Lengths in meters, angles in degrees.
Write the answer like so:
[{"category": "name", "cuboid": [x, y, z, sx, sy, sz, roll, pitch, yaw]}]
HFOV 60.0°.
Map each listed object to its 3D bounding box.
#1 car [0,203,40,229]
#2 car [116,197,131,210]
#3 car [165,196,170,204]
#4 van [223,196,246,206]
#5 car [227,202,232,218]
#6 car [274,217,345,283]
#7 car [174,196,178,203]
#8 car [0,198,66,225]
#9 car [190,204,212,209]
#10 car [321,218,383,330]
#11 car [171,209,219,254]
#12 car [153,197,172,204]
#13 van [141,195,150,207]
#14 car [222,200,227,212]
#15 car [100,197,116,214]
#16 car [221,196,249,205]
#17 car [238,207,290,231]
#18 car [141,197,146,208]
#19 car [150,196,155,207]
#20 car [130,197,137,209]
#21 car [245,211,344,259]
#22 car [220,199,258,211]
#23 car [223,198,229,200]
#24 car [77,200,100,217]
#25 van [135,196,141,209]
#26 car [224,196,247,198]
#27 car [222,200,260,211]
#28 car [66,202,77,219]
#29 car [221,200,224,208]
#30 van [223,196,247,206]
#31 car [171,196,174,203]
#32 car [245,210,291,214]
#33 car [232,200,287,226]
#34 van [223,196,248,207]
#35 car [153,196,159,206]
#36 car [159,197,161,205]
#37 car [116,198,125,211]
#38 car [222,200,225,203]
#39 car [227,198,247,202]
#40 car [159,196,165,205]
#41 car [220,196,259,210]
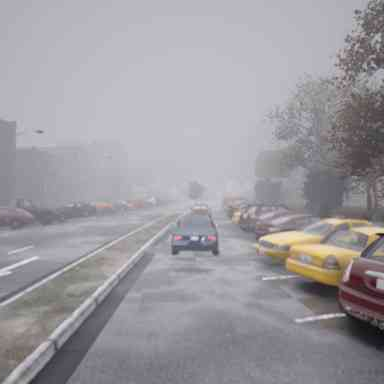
[{"category": "car", "cuboid": [-13.020, 1.738, 22.233, 4.674, 1.452, 2.002, -1, 0, -18]}, {"category": "car", "cuboid": [-11.434, 1.934, 46.350, 5.008, 1.535, 2.097, -1, -1, -15]}, {"category": "car", "cuboid": [-8.538, 1.964, 76.312, 5.566, 2.045, 2.435, -1, -1, -14]}, {"category": "van", "cuboid": [9.050, 1.905, 70.607, 4.442, 1.987, 1.878, 1, 0, -14]}, {"category": "car", "cuboid": [5.491, 1.699, 23.353, 5.366, 1.575, 1.946, 1, -1, -17]}, {"category": "car", "cuboid": [5.057, 1.564, 8.556, 5.366, 1.575, 1.946, 1, -1, -19]}, {"category": "car", "cuboid": [-7.076, 2.356, 91.267, 5.008, 1.535, 2.097, -1, -1, -14]}, {"category": "car", "cuboid": [-12.864, 1.477, 25.272, 5.566, 2.045, 2.435, -1, -1, -18]}, {"category": "car", "cuboid": [0.797, 1.805, 29.507, 1.812, 1.442, 4.674, 0, 0, 3]}, {"category": "car", "cuboid": [4.816, 1.411, 5.526, 4.553, 1.767, 2.185, 1, -1, -19]}, {"category": "car", "cuboid": [0.157, 1.681, 14.054, 2.033, 1.411, 5.357, 0, -1, 2]}, {"category": "car", "cuboid": [-7.646, 2.174, 85.277, 4.553, 1.767, 2.185, -1, 0, -14]}, {"category": "van", "cuboid": [-10.197, 1.821, 58.384, 4.442, 1.987, 1.878, -1, -1, -15]}, {"category": "car", "cuboid": [5.605, 1.753, 29.211, 5.008, 1.535, 2.097, 1, -1, -17]}, {"category": "car", "cuboid": [-11.901, 1.750, 40.331, 4.553, 1.767, 2.185, -1, 0, -16]}, {"category": "car", "cuboid": [9.478, 1.909, 73.610, 5.566, 2.045, 2.435, 1, -1, -14]}, {"category": "car", "cuboid": [5.084, 1.686, 17.377, 4.674, 1.452, 2.002, 1, -1, -18]}, {"category": "car", "cuboid": [-10.621, 2.049, 55.339, 4.792, 1.488, 2.163, -1, 0, -15]}, {"category": "car", "cuboid": [-10.018, 2.076, 61.342, 5.008, 1.535, 2.097, -1, -1, -14]}, {"category": "car", "cuboid": [-11.334, 1.962, 49.297, 5.366, 1.575, 1.946, -1, 0, -15]}, {"category": "car", "cuboid": [4.761, 1.585, 11.392, 5.366, 1.575, 1.946, 1, 0, -19]}, {"category": "car", "cuboid": [6.999, 1.937, 49.850, 5.366, 1.575, 1.946, 1, 0, -15]}, {"category": "car", "cuboid": [6.407, 1.861, 41.033, 5.008, 1.535, 2.097, 1, -1, -15]}, {"category": "car", "cuboid": [-12.358, 1.816, 34.300, 5.008, 1.535, 2.097, -1, 0, -16]}, {"category": "van", "cuboid": [-10.769, 1.764, 52.387, 4.442, 1.987, 1.878, -1, -1, -15]}, {"category": "car", "cuboid": [6.628, 1.762, 43.982, 4.553, 1.767, 2.185, 1, -1, -15]}, {"category": "car", "cuboid": [6.905, 1.916, 46.946, 4.892, 1.521, 2.231, 1, -1, -15]}, {"category": "car", "cuboid": [-12.736, 1.758, 28.275, 5.008, 1.535, 2.097, -1, -1, -17]}, {"category": "car", "cuboid": [6.010, 1.837, 35.135, 4.792, 1.488, 2.163, 1, -1, -16]}, {"category": "van", "cuboid": [8.766, 1.878, 67.643, 4.442, 1.987, 1.878, 1, 0, -14]}, {"category": "car", "cuboid": [-7.952, 2.020, 82.297, 5.566, 2.045, 2.435, -1, -1, -14]}, {"category": "car", "cuboid": [5.000, 1.659, 14.417, 4.674, 1.452, 2.002, 1, -1, -18]}, {"category": "car", "cuboid": [5.164, 1.546, 20.330, 4.553, 1.767, 2.185, 1, -1, -18]}, {"category": "van", "cuboid": [8.482, 1.851, 64.678, 4.442, 1.987, 1.878, 1, 0, -14]}, {"category": "car", "cuboid": [-9.753, 1.853, 64.324, 5.566, 2.045, 2.435, -1, 0, -14]}, {"category": "car", "cuboid": [-9.436, 2.132, 67.324, 5.008, 1.535, 2.097, -1, -1, -14]}, {"category": "car", "cuboid": [-11.669, 1.906, 43.341, 4.892, 1.521, 2.231, -1, 0, -15]}, {"category": "car", "cuboid": [5.757, 1.809, 32.152, 4.792, 1.488, 2.163, 1, 0, -16]}, {"category": "car", "cuboid": [5.487, 1.601, 26.258, 4.553, 1.767, 2.185, 1, 0, -17]}, {"category": "car", "cuboid": [-9.171, 1.909, 70.304, 5.566, 2.045, 2.435, -1, 0, -14]}, {"category": "car", "cuboid": [7.481, 1.718, 52.874, 5.566, 2.045, 2.435, 1, -1, -15]}]
